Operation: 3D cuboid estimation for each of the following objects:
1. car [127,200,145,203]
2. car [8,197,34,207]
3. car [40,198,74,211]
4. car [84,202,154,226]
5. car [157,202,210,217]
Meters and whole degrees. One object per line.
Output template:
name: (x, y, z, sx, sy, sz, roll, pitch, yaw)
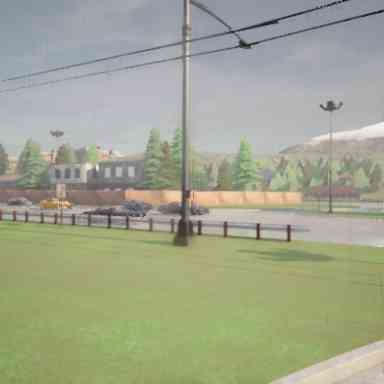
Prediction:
car: (-6.784, 1.668, 40.673, 4.181, 1.385, 1.994, 0, 0, 29)
car: (-26.672, 1.537, 51.677, 4.674, 1.442, 1.812, 0, 0, 29)
car: (-17.240, 1.518, 42.451, 5.008, 1.535, 1.882, 0, 0, 29)
car: (-5.435, 1.652, 23.935, 4.718, 1.301, 1.895, 0, 0, 29)
car: (-0.929, 1.664, 33.441, 5.357, 1.411, 2.033, 0, 0, 29)
